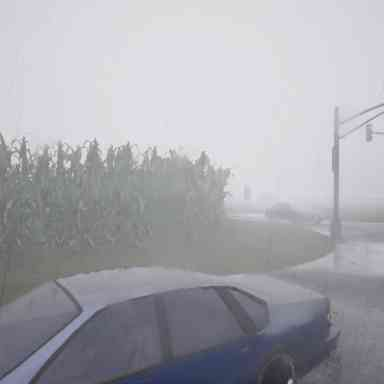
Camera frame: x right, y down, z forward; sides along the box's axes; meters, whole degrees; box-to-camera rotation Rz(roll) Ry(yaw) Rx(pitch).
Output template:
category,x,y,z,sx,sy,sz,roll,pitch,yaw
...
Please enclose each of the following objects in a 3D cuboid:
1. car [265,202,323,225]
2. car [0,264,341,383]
category,x,y,z,sx,sy,sz,roll,pitch,yaw
car,7.127,1.491,23.748,1.812,1.442,4.674,1,0,-26
car,-0.744,1.548,3.328,5.357,1.411,2.033,0,0,-34
